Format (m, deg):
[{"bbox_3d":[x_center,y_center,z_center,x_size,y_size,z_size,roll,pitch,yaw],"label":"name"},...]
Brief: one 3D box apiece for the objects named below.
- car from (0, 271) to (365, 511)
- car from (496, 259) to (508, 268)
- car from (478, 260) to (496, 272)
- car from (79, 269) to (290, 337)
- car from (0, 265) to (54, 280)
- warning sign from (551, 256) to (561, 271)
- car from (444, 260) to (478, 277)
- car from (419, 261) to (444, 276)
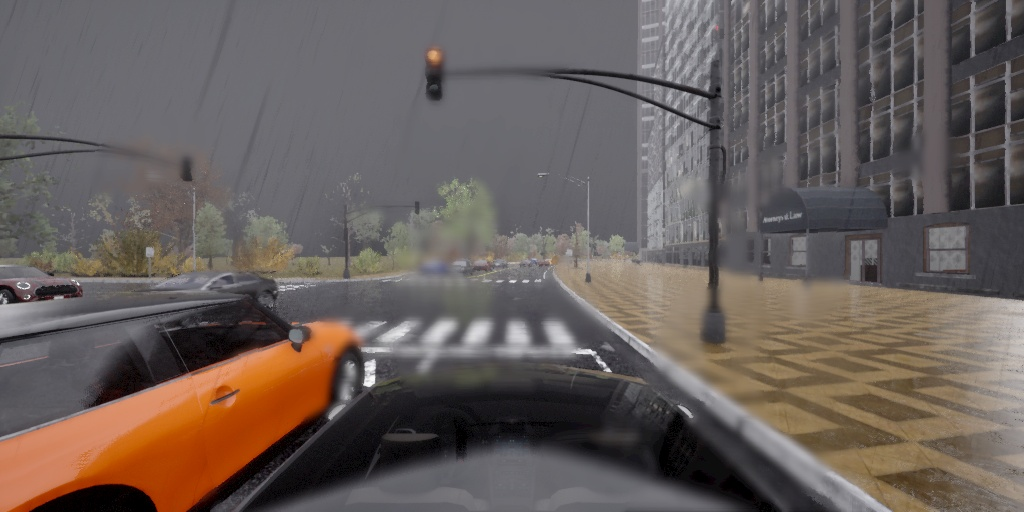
[{"bbox_3d":[-3.103,1.102,3.187,2.097,1.767,4.553,0,0,0],"label":"car"},{"bbox_3d":[-1.943,1.244,59.013,2.128,1.511,4.902,0,0,9],"label":"car"},{"bbox_3d":[-3.803,1.226,45.886,1.882,1.535,5.008,0,0,7],"label":"car"},{"bbox_3d":[-9.660,1.239,11.349,2.128,1.511,4.902,0,0,2],"label":"car"},{"bbox_3d":[-20.969,1.159,14.958,4.553,1.767,2.097,0,0,4],"label":"car"},{"bbox_3d":[5.451,0.868,44.118,1.300,1.860,1.060,0,0,7],"label":"warning sign"},{"bbox_3d":[-4.937,1.273,35.375,1.812,1.442,4.674,0,0,6],"label":"car"},{"bbox_3d":[-8.021,1.224,37.227,1.882,1.535,5.008,0,0,6],"label":"car"}]
